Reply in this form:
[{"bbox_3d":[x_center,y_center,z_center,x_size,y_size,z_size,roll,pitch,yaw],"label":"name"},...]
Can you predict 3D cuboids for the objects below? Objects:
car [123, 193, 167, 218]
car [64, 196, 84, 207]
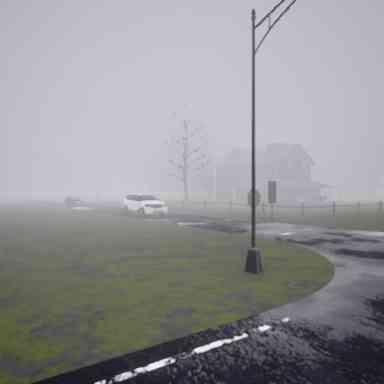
[{"bbox_3d":[-4.392,1.147,30.187,2.150,2.045,5.566,0,0,-35],"label":"car"},{"bbox_3d":[-17.316,1.364,48.610,2.128,1.511,4.902,0,0,-35],"label":"car"}]
